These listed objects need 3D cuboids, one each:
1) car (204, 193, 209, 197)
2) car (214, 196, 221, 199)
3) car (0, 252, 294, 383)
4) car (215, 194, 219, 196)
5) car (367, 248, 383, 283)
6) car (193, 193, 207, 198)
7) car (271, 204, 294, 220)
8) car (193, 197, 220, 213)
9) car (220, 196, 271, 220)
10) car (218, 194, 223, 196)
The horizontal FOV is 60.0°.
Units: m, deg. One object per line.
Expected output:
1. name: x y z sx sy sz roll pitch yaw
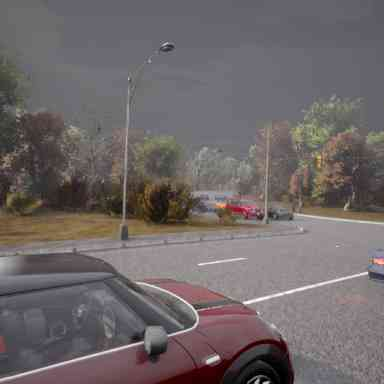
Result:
1. car: 2.914 1.052 78.394 2.128 1.511 4.902 2 2 -1
2. car: 4.953 1.928 47.480 2.097 1.767 4.553 3 1 -17
3. car: -1.180 1.354 2.905 4.553 1.767 2.097 0 0 -36
4. car: 6.368 1.173 79.475 1.994 1.385 4.181 2 2 -1
5. car: 6.573 1.664 8.462 5.357 1.411 2.033 2 -1 -36
6. car: 1.038 1.538 63.594 1.994 1.385 4.181 2 2 -10
7. car: 9.074 2.101 36.459 2.097 1.767 4.553 3 -1 -23
8. car: 2.003 1.960 45.173 1.837 1.490 4.892 3 1 -17
9. car: 5.573 1.813 35.677 2.150 2.045 5.566 3 -1 -22
10. car: 7.450 1.566 69.271 1.837 1.490 4.892 2 3 -8
